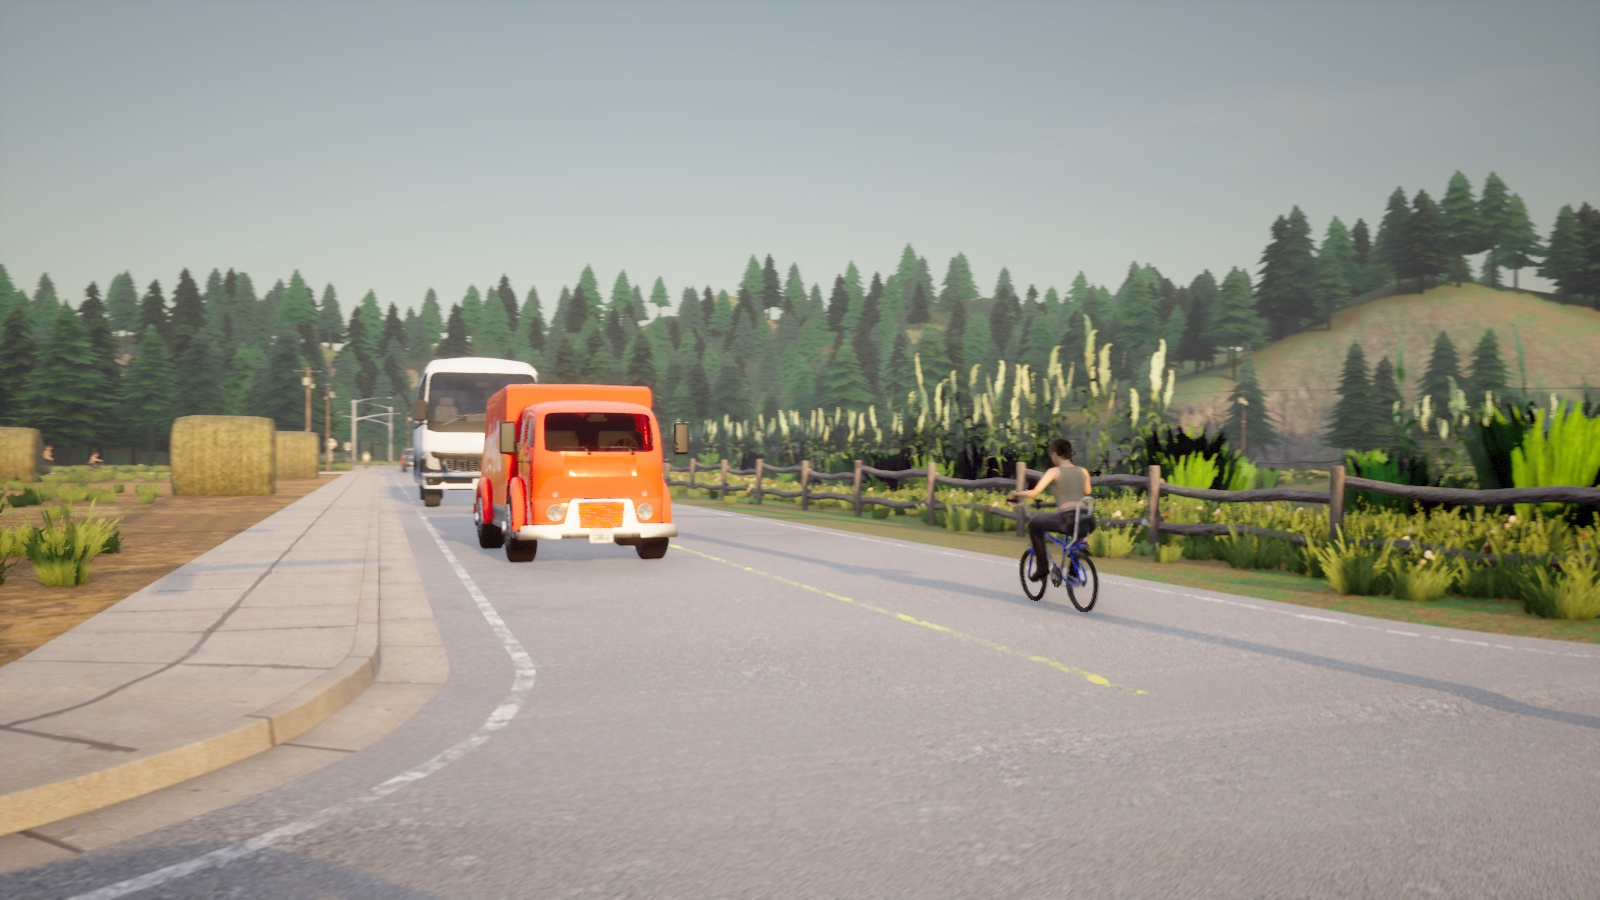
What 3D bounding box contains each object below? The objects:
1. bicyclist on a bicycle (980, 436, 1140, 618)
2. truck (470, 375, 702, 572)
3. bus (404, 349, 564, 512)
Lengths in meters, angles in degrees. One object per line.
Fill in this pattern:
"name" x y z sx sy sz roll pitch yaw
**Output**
"bicyclist on a bicycle" 2.456 0.687 12.031 0.866 1.612 1.509 0 0 -17
"truck" -3.374 0.308 18.643 2.627 2.467 5.204 0 0 -18
"bus" -9.894 -0.485 38.230 3.944 4.253 10.273 0 0 -18
